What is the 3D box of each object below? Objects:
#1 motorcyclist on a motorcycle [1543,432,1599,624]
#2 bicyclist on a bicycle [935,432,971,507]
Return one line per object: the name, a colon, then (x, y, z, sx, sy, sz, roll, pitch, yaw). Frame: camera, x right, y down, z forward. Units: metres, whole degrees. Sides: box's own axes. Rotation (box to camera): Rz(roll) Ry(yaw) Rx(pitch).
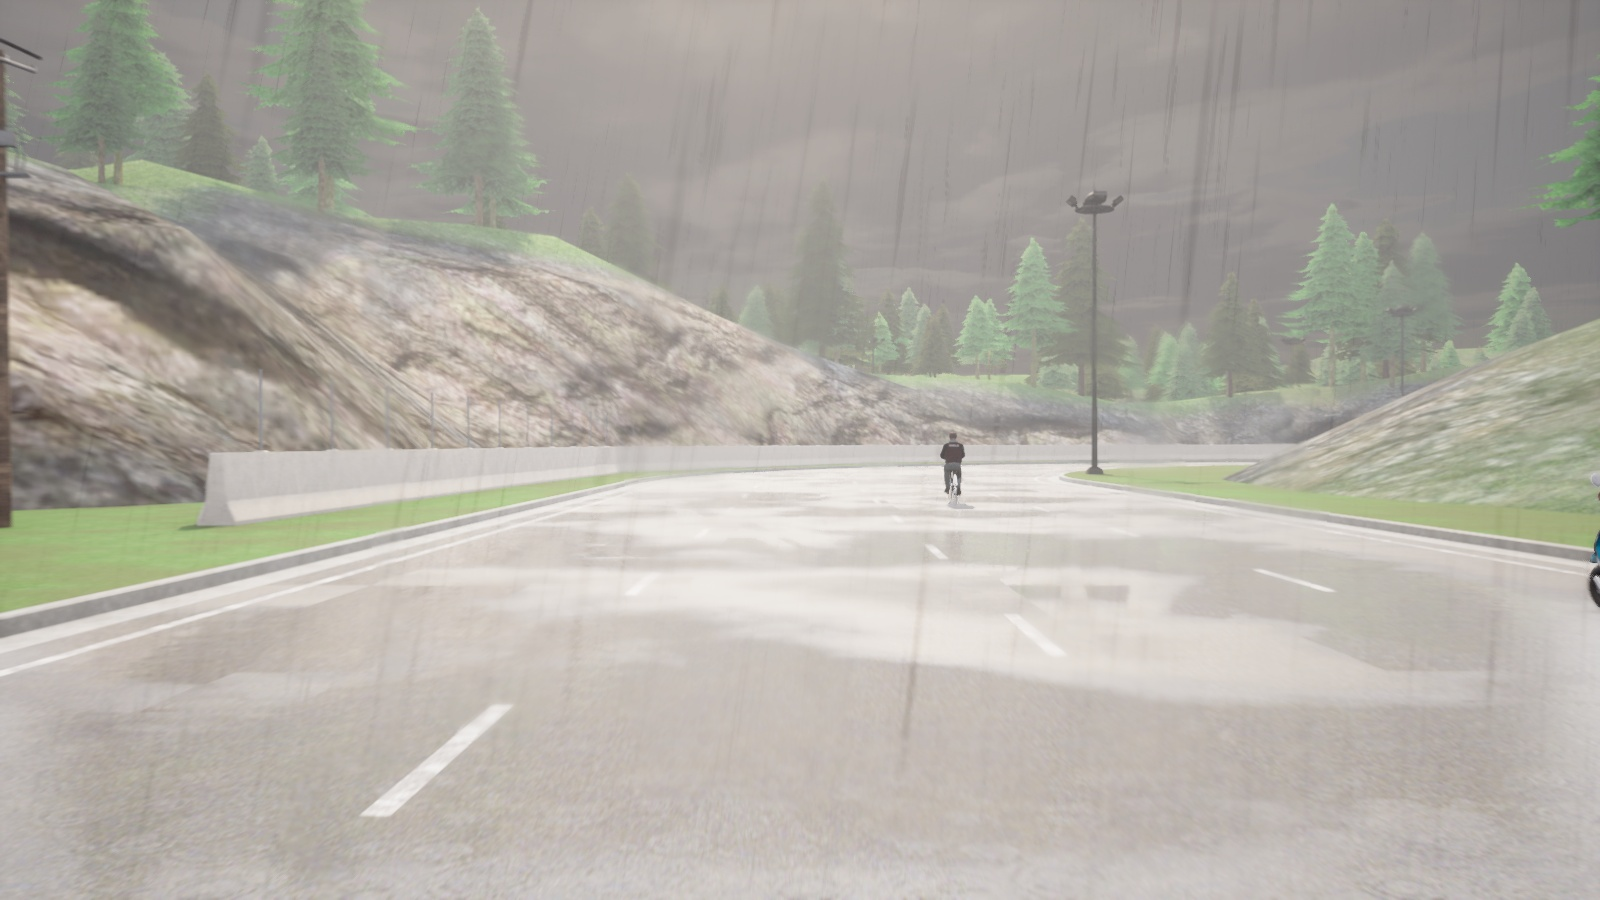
motorcyclist on a motorcycle: (7.075, 0.648, 10.317, 0.866, 1.590, 1.817, 0, 0, 0)
bicyclist on a bicycle: (3.690, 0.449, 30.454, 0.659, 1.776, 1.843, 0, 1, 0)
